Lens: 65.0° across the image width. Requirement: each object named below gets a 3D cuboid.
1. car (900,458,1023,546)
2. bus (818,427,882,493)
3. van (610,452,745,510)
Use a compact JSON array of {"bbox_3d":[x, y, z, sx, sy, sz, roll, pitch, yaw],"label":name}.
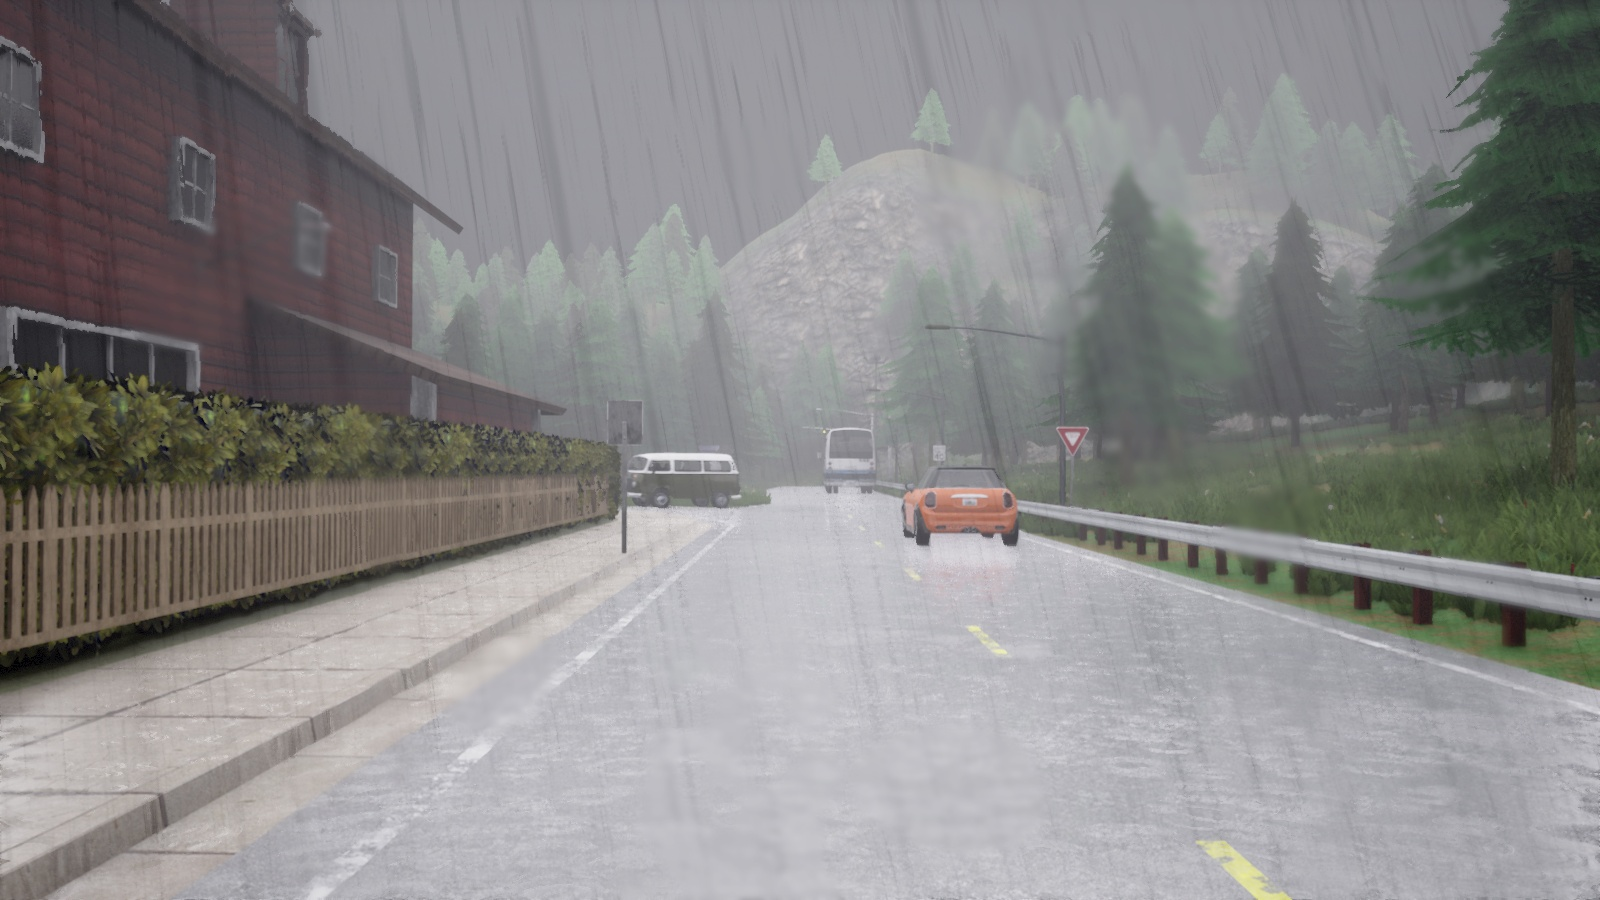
[{"bbox_3d":[3.427,1.079,27.592,2.097,1.767,4.553,0,-1,0],"label":"car"},{"bbox_3d":[3.285,0.732,85.687,3.944,4.253,10.273,0,-1,0],"label":"bus"},{"bbox_3d":[-4.502,1.141,46.382,4.480,2.038,2.069,1,0,-32],"label":"van"}]
